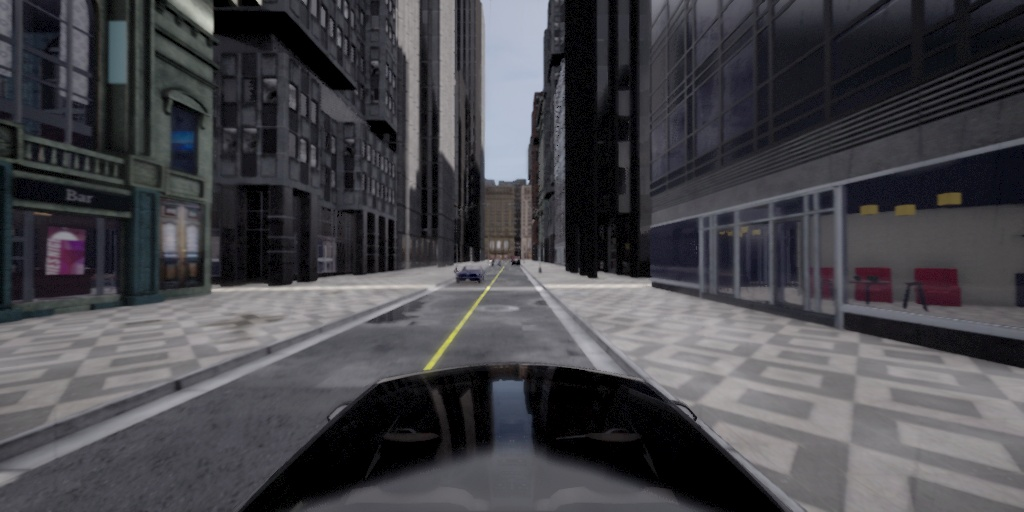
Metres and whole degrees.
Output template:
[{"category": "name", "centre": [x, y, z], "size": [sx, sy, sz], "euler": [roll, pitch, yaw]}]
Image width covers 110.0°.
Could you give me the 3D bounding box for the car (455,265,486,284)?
[{"category": "car", "centre": [-3.098, 1.387, 27.349], "size": [1.895, 1.301, 4.718], "euler": [0, 0, 0]}]
